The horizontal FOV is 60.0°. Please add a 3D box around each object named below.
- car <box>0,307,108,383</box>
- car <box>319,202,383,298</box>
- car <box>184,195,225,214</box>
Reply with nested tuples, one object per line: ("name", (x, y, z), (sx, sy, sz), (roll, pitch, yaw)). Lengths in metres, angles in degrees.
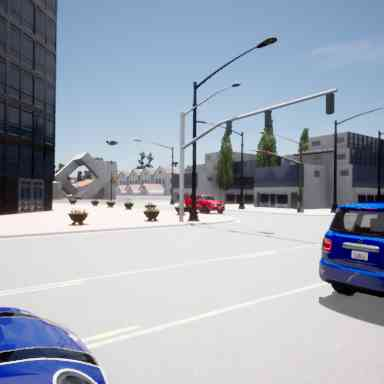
("car", (-2.729, 1.352, 1.796), (4.553, 1.767, 2.097), (0, 0, -35))
("car", (5.200, 1.238, 7.507), (5.566, 2.045, 2.150), (0, 0, -35))
("car", (1.299, 1.311, 36.714), (2.150, 2.045, 5.566), (1, -1, -35))
